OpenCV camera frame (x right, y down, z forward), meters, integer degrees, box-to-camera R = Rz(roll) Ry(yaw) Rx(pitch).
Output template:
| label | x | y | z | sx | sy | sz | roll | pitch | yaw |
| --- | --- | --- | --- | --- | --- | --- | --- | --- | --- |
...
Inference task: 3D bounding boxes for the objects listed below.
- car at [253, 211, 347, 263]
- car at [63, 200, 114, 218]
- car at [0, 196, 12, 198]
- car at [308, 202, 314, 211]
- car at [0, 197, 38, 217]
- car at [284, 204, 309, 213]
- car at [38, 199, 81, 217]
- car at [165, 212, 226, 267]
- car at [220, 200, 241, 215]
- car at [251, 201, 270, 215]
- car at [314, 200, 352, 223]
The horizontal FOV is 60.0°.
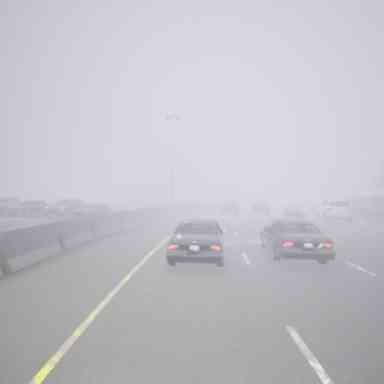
| label | x | y | z | sx | sy | sz | roll | pitch | yaw |
| --- | --- | --- | --- | --- | --- | --- | --- | --- | --- |
| car | 3.792 | 1.723 | 12.775 | 2.033 | 1.411 | 5.357 | 1 | 0 | 4 |
| car | -8.561 | 1.646 | 28.817 | 2.033 | 1.411 | 5.357 | 1 | 0 | 9 |
| car | -18.556 | 1.307 | 32.297 | 2.097 | 1.767 | 4.553 | 1 | 0 | 10 |
| car | 18.404 | 2.270 | 50.078 | 1.812 | 1.442 | 4.674 | 0 | -1 | 20 |
| car | -15.214 | 1.508 | 31.209 | 1.837 | 1.490 | 4.892 | 1 | 0 | 10 |
| car | 10.284 | 2.066 | 33.670 | 1.895 | 1.301 | 4.718 | 1 | 0 | 13 |
| car | -11.702 | 1.413 | 30.916 | 2.097 | 1.767 | 4.553 | 1 | 0 | 10 |
| car | 0.242 | 1.654 | 11.947 | 2.033 | 1.411 | 5.357 | 1 | 0 | 4 |
| car | 4.785 | 1.780 | 40.555 | 2.097 | 1.767 | 4.553 | 1 | -1 | 14 |
| car | 8.509 | 1.847 | 40.941 | 2.097 | 1.767 | 4.553 | 1 | -1 | 14 |
| car | 13.128 | 1.712 | 30.820 | 2.150 | 2.045 | 5.566 | 0 | 0 | 11 |
